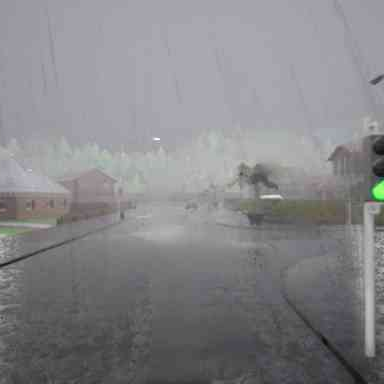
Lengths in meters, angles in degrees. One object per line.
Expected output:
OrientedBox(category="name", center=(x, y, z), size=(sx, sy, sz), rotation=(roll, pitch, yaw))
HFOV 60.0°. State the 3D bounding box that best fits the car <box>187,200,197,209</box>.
OrientedBox(category="car", center=(-0.019, 2.275, 58.763), size=(1.837, 1.490, 4.892), rotation=(0, -1, 0))
